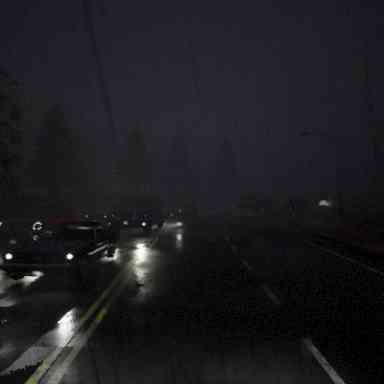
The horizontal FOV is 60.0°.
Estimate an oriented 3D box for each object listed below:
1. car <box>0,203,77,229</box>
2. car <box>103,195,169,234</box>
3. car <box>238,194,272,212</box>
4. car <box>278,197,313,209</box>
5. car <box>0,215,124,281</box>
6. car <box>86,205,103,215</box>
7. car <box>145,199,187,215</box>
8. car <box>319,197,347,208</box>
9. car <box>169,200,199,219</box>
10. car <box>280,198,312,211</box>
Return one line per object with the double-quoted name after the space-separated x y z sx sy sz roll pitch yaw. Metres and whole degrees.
-6.851 1.354 15.106 2.097 1.767 4.553 0 0 2 "car"
-3.078 1.217 19.680 2.150 2.045 5.566 0 0 6 "car"
7.356 1.196 38.702 2.150 2.045 5.566 0 0 36 "car"
14.651 1.509 46.883 5.357 1.411 2.033 0 0 -38 "car"
-3.585 1.601 9.991 1.895 1.301 4.718 0 0 1 "car"
-5.940 1.544 25.005 2.033 1.411 5.357 0 0 12 "car"
-2.604 1.535 34.863 2.033 1.411 5.357 0 0 24 "car"
19.585 1.482 46.344 4.674 1.442 1.812 0 0 -35 "car"
-0.927 1.589 29.464 1.895 1.301 4.718 0 0 20 "car"
12.485 1.569 39.289 1.895 1.301 4.718 0 0 39 "car"
